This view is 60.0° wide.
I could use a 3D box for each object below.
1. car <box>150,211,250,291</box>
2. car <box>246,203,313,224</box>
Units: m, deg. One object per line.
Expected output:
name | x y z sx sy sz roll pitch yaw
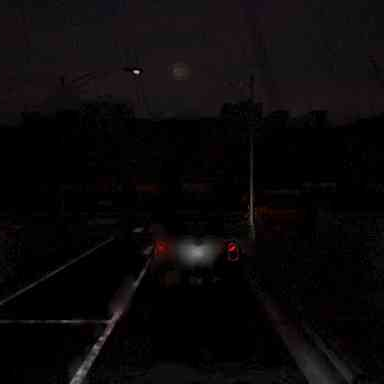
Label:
car | 0.106 1.367 9.242 2.097 1.767 4.553 0 0 0
car | 6.407 1.538 24.490 5.008 1.535 1.882 0 -1 -12
